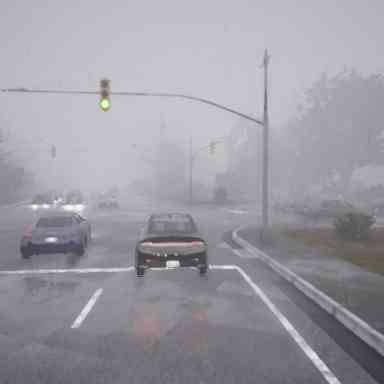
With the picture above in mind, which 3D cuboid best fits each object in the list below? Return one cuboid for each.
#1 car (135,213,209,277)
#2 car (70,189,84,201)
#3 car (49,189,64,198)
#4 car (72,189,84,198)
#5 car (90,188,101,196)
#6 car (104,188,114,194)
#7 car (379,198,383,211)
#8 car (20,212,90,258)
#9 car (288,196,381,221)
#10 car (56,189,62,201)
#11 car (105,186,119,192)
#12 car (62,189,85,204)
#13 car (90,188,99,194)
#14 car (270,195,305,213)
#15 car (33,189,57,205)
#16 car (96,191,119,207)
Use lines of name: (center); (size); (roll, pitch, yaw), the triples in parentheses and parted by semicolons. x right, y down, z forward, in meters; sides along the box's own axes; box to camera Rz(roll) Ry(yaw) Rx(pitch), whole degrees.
car: (-0.649, 1.382, 10.022); (2.128, 1.511, 4.902); (0, 1, -5)
car: (-17.311, 0.413, 50.235); (1.882, 1.535, 5.008); (0, 1, -18)
car: (-23.670, 0.256, 58.316); (2.128, 1.511, 4.902); (-1, 1, -19)
car: (-20.539, 0.228, 59.988); (1.837, 1.490, 4.892); (-1, 1, -19)
car: (-20.287, -0.020, 70.245); (1.882, 1.535, 5.008); (-1, 1, -19)
car: (-20.258, -0.268, 81.218); (2.033, 1.411, 5.357); (0, 1, -18)
car: (18.621, 1.324, 32.641); (4.892, 1.490, 1.837); (2, 1, -15)
car: (-4.885, 1.408, 12.318); (1.994, 1.385, 4.181); (0, 1, -14)
car: (9.857, 1.236, 23.200); (5.357, 1.411, 2.033); (1, 1, -9)
car: (-20.410, 0.486, 48.435); (1.837, 1.490, 4.892); (0, 1, -17)
car: (-16.978, -0.302, 71.381); (2.150, 2.045, 5.566); (-1, 1, -19)
car: (-14.543, 0.643, 41.154); (2.128, 1.511, 4.902); (-1, 1, -20)
car: (-23.582, -0.301, 80.120); (1.882, 1.535, 5.008); (0, 1, -18)
car: (9.496, 1.048, 30.169); (4.902, 1.511, 2.128); (1, 1, -15)
car: (-17.775, 0.748, 39.933); (1.994, 1.385, 4.181); (0, 1, -16)
car: (-9.004, 0.887, 35.430); (1.895, 1.301, 4.718); (0, 1, -16)
